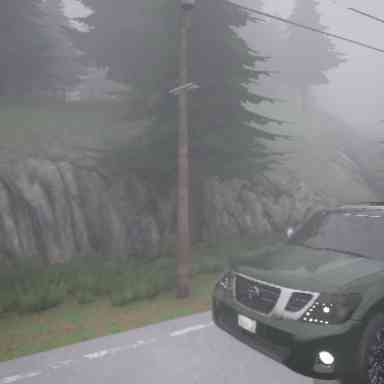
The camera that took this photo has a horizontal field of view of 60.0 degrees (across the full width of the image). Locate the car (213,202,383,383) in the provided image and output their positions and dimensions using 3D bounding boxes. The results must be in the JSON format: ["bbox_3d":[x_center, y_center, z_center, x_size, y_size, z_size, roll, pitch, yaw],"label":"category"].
[{"bbox_3d":[3.004,1.210,5.405,5.566,2.045,2.150,0,0,-32],"label":"car"}]
